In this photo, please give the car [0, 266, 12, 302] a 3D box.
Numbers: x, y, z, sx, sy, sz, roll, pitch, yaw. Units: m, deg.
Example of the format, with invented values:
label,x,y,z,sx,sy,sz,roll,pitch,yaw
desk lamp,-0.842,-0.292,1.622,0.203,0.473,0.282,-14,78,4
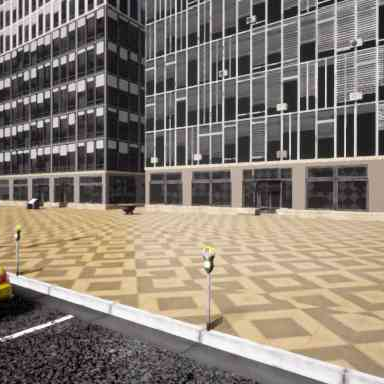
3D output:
label,x,y,z,sx,sy,sz,roll,pitch,yaw
car,-5.565,1.526,6.835,4.829,1.417,1.752,0,0,35
